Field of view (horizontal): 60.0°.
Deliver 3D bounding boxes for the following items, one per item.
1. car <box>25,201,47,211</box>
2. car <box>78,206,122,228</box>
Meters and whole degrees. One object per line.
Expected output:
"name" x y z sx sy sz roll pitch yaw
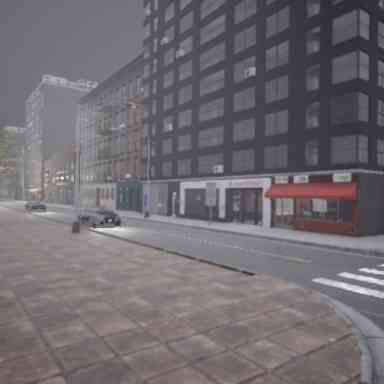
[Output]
"car" -19.900 1.767 42.313 1.895 1.301 4.718 1 -1 -36
"car" -6.557 1.693 23.558 1.994 1.385 4.181 1 -1 -36
